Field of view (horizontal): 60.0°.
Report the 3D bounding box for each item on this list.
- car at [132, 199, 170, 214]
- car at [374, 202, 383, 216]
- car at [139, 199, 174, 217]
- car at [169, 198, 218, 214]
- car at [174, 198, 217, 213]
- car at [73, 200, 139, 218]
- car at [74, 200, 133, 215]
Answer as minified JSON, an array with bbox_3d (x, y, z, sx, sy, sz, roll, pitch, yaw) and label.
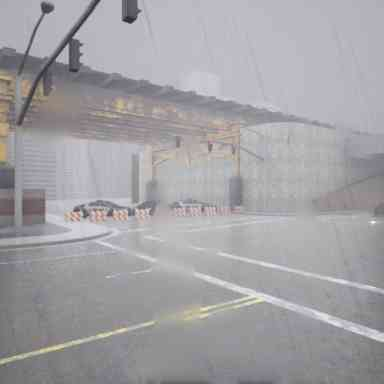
[{"bbox_3d":[-3.784,1.295,31.535,1.853,1.218,4.536,0,0,18],"label":"car"},{"bbox_3d":[19.020,1.478,31.348,5.008,1.535,1.882,0,0,-37],"label":"car"},{"bbox_3d":[-3.800,1.453,31.485,2.038,1.542,4.974,0,0,18],"label":"car"},{"bbox_3d":[0.108,1.453,35.247,4.974,1.542,2.038,0,0,-7],"label":"car"},{"bbox_3d":[0.056,1.295,35.241,4.536,1.218,1.853,0,0,-7],"label":"car"},{"bbox_3d":[-7.544,1.453,28.798,4.974,1.542,2.038,0,0,8],"label":"car"},{"bbox_3d":[-7.595,1.295,28.805,4.536,1.218,1.853,0,0,8],"label":"car"}]
